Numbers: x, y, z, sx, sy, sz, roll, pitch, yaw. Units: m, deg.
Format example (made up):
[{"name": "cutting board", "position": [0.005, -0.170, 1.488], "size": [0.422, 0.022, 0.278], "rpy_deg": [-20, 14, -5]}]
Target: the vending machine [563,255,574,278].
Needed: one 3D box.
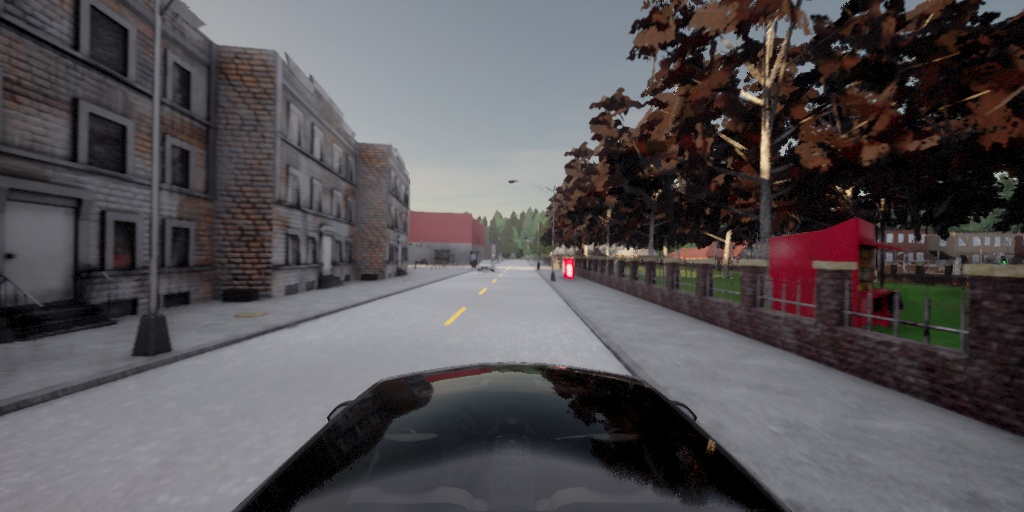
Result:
[{"name": "vending machine", "position": [5.046, 1.227, 32.102], "size": [1.100, 2.100, 0.880], "rpy_deg": [0, 0, 1]}]

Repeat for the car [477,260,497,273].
[{"name": "car", "position": [-3.043, 1.194, 42.885], "size": [1.812, 1.442, 4.674], "rpy_deg": [1, 0, 2]}]
